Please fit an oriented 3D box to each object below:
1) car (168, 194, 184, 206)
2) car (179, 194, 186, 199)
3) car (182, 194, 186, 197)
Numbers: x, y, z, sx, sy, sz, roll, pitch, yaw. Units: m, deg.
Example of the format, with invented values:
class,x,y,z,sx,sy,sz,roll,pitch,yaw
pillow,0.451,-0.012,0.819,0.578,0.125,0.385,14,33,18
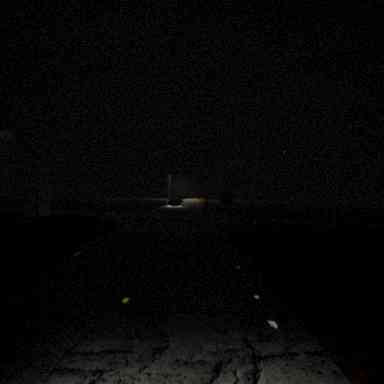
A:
class,x,y,z,sx,sy,sz,roll,pitch,yaw
car,-2.763,1.522,53.235,1.994,1.385,4.181,0,1,0
car,-2.773,1.309,95.127,1.812,1.442,4.674,0,0,0
car,-2.766,1.424,67.796,1.837,1.490,4.892,0,0,0
